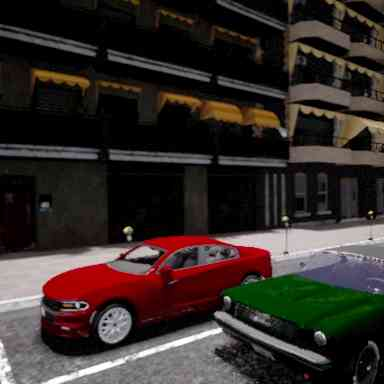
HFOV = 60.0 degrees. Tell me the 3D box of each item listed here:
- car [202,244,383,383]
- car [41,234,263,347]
[{"bbox_3d":[2.646,1.602,5.266,4.718,1.301,1.895,0,0,-35],"label":"car"},{"bbox_3d":[-0.399,1.546,6.291,4.507,1.381,1.887,0,-1,-35],"label":"car"}]
